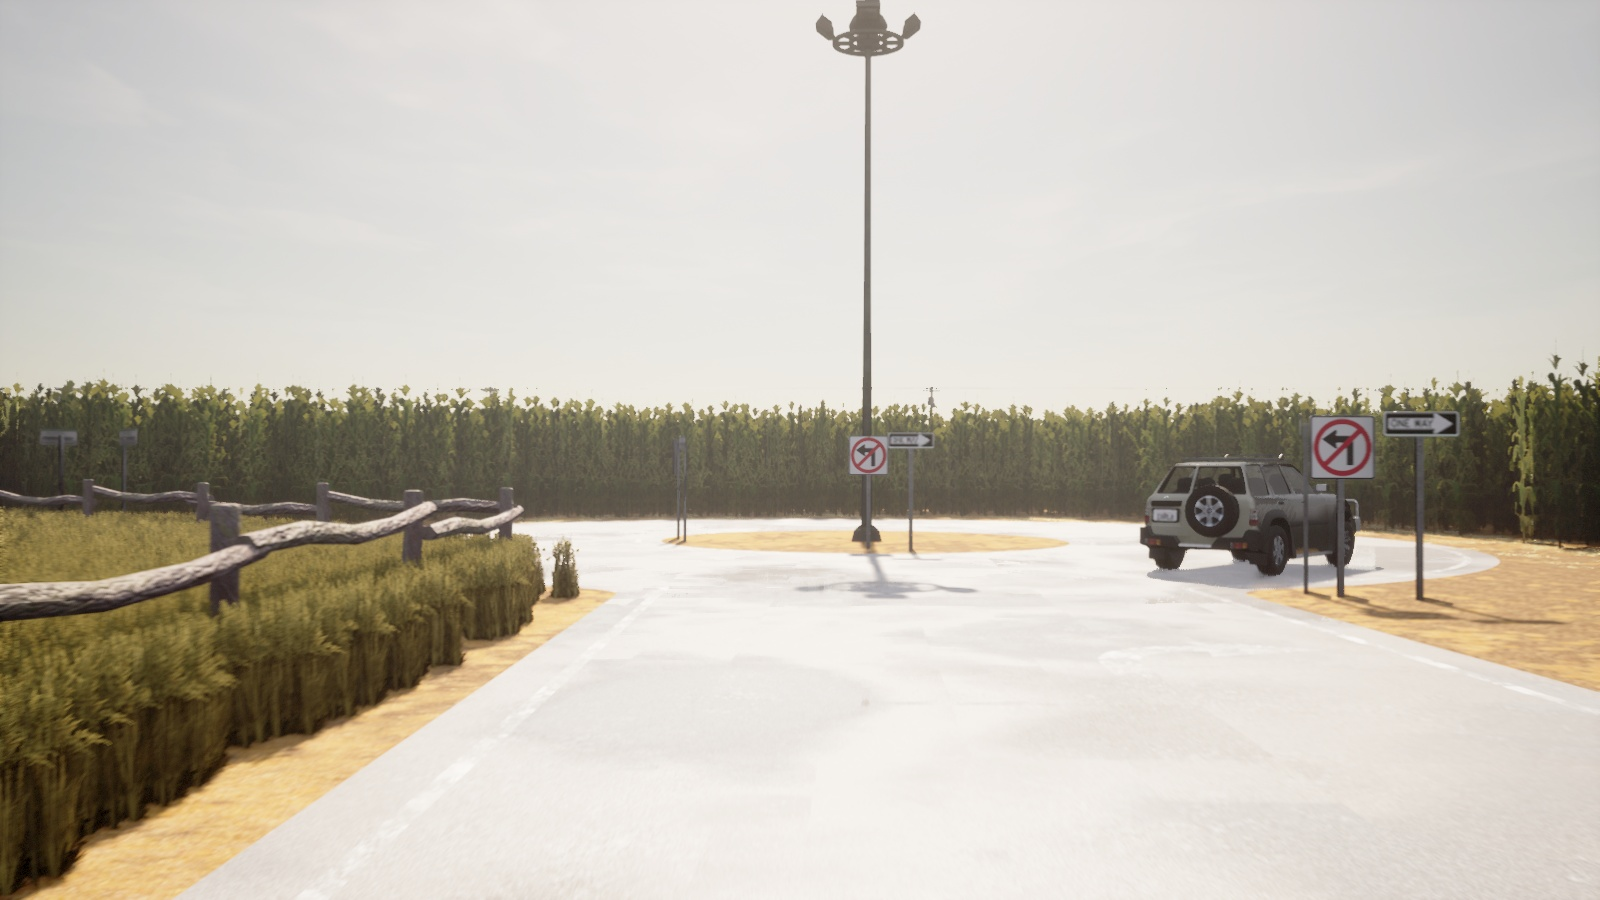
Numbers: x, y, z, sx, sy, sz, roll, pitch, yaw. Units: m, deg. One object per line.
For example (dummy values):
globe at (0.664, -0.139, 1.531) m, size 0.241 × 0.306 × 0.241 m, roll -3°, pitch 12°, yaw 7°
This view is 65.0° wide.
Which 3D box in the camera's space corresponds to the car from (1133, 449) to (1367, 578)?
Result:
car at (7.388, 0.943, 20.358) m, size 1.932 × 1.855 × 4.605 m, roll -1°, pitch -1°, yaw 42°
